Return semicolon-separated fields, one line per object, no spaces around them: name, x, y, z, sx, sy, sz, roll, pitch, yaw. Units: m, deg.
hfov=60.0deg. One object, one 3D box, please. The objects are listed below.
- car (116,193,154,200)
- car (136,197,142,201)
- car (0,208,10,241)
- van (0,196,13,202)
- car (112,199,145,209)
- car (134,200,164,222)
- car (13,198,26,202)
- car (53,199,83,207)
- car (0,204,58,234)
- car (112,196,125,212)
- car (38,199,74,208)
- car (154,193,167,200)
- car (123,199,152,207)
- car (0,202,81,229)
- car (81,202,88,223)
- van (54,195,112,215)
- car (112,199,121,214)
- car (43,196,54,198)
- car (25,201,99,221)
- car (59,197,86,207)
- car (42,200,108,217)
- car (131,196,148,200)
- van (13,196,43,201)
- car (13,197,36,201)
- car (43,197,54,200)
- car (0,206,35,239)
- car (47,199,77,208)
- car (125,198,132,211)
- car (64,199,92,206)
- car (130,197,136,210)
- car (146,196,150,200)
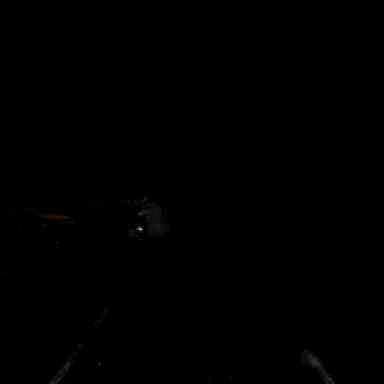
car;-10.244;1.742;59.572;5.566;2.045;2.435;0;-1;0
car;-10.051;1.782;45.568;5.366;1.575;1.946;0;-1;0
car;-10.101;1.532;12.386;5.366;1.575;1.946;0;0;0
van;-23.220;1.471;37.469;4.442;1.987;1.878;0;0;0
car;-10.230;1.911;54.016;4.892;1.521;2.231;0;-1;0
car;-3.360;1.664;27.699;1.812;1.442;4.674;0;0;0
car;-23.354;1.749;40.219;4.792;1.488;2.163;0;0;0
car;-23.262;2.064;62.370;4.792;1.488;2.163;0;-1;0
car;-10.285;1.571;17.939;4.892;1.521;2.231;0;0;0
car;-10.280;1.571;37.370;4.553;1.767;2.185;0;0;0
car;-23.114;1.948;56.830;5.366;1.575;1.946;0;-1;0
car;-10.397;1.770;94.938;4.792;1.488;2.163;0;0;0
car;-10.217;2.035;62.344;5.008;1.535;2.097;0;-1;0
car;-10.089;1.585;20.714;5.366;1.575;1.946;0;0;0
car;-10.241;1.635;23.491;4.792;1.488;2.163;0;0;0
van;-10.374;1.433;31.821;4.442;1.987;1.878;0;0;0
car;-10.283;1.706;34.596;4.792;1.488;2.163;0;0;0
car;-23.337;1.616;51.296;5.566;2.045;2.435;0;-1;0
car;-10.236;1.653;26.267;4.792;1.488;2.163;0;0;0
car;-23.319;1.948;65.018;4.553;1.767;2.185;0;-1;0
car;-10.232;1.671;29.043;4.792;1.488;2.163;0;0;0
car;-10.043;1.865;51.241;5.366;1.575;1.946;0;-1;0
van;-23.433;1.558;45.632;4.442;1.987;1.878;0;-1;0
car;-23.349;1.778;42.858;4.792;1.488;2.163;0;-1;0
car;-23.284;1.855;48.522;4.792;1.488;2.163;0;-1;0
car;-10.276;1.554;15.163;4.892;1.521;2.231;0;0;0
car;-23.293;2.032;59.600;4.674;1.452;2.002;0;-1;0
car;-10.239;1.722;40.148;4.892;1.521;2.231;0;-1;0
car;-23.278;2.115;67.787;5.008;1.535;2.097;0;-1;0
car;-10.426;1.747;42.916;5.366;1.575;1.946;0;-1;0
car;-10.405;1.948;56.793;5.366;1.575;1.946;0;-1;0
